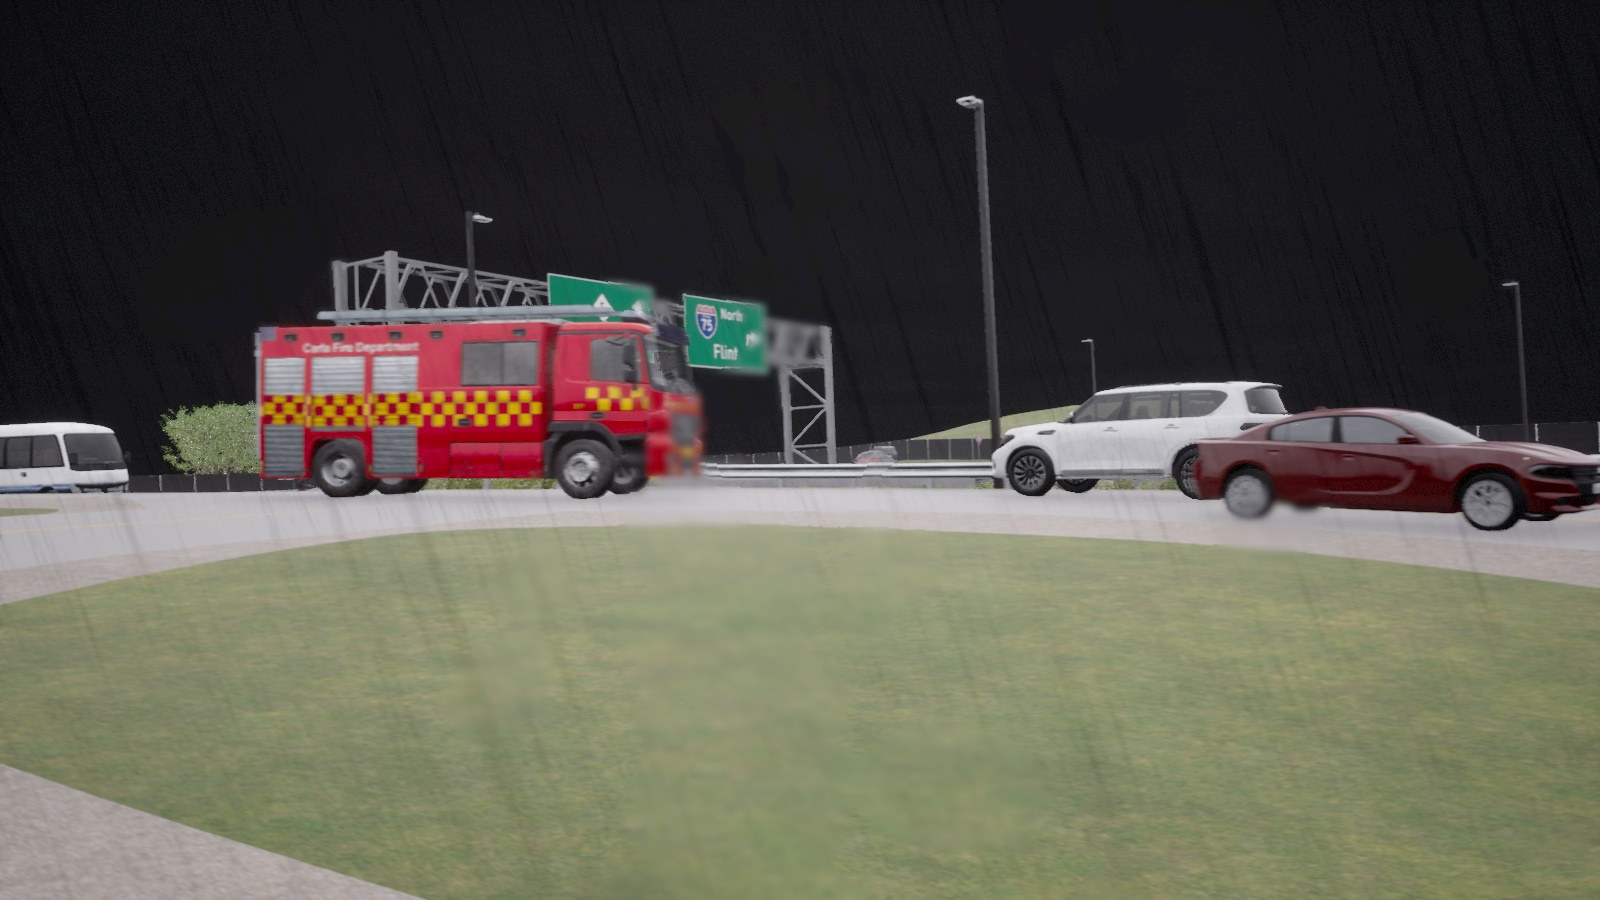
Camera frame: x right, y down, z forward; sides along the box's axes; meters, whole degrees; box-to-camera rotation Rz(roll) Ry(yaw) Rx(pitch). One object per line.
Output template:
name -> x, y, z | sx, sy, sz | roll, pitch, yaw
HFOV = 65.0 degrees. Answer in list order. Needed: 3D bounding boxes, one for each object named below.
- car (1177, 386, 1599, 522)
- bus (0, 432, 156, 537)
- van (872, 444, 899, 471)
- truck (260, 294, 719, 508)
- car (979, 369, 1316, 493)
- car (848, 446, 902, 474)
car -> 7.770, 0.032, 16.653 | 1.882, 1.535, 5.008 | -3, 2, -43
bus -> -34.625, 1.626, 56.123 | 10.273, 4.253, 3.944 | -3, 0, 16
van -> 6.736, 0.595, 99.168 | 1.775, 1.987, 4.442 | -3, 0, 0
truck -> -6.128, -0.859, 25.260 | 8.468, 3.827, 2.891 | -1, 0, 11
car -> 6.304, -0.276, 23.251 | 5.566, 2.045, 2.150 | -2, 0, 39
car -> 5.034, 0.661, 83.478 | 2.152, 1.651, 5.027 | -3, 0, 20
